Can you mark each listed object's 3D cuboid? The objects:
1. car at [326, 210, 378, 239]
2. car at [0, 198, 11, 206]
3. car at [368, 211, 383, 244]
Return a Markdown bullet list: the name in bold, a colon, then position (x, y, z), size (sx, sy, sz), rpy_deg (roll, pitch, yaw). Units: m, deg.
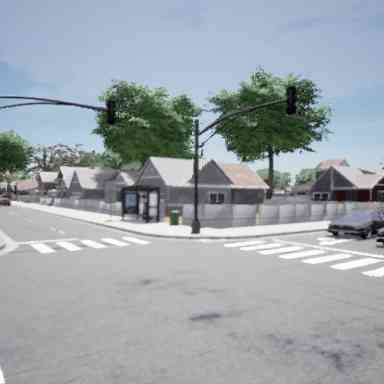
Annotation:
- **car**: position (9.722, 1.731, 18.646), size (5.357, 1.411, 2.033), rpy_deg (1, 0, -38)
- **car**: position (-32.343, 1.679, 57.063), size (1.812, 1.442, 4.674), rpy_deg (1, 0, -35)
- **car**: position (10.553, 1.719, 15.203), size (5.357, 1.411, 2.033), rpy_deg (1, 0, -35)
